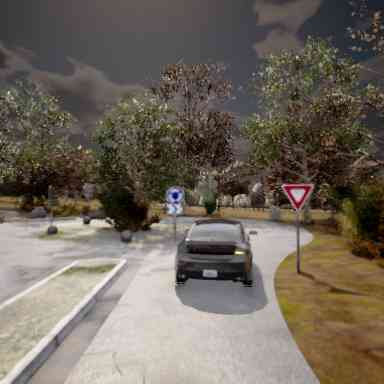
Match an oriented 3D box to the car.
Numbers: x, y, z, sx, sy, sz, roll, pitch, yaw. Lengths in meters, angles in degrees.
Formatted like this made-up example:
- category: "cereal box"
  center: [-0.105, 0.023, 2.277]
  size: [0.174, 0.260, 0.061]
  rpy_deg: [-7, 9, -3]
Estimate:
- category: "car"
  center: [0.771, 1.519, 9.463]
  size: [1.837, 1.490, 4.892]
  rpy_deg: [0, -1, 9]
